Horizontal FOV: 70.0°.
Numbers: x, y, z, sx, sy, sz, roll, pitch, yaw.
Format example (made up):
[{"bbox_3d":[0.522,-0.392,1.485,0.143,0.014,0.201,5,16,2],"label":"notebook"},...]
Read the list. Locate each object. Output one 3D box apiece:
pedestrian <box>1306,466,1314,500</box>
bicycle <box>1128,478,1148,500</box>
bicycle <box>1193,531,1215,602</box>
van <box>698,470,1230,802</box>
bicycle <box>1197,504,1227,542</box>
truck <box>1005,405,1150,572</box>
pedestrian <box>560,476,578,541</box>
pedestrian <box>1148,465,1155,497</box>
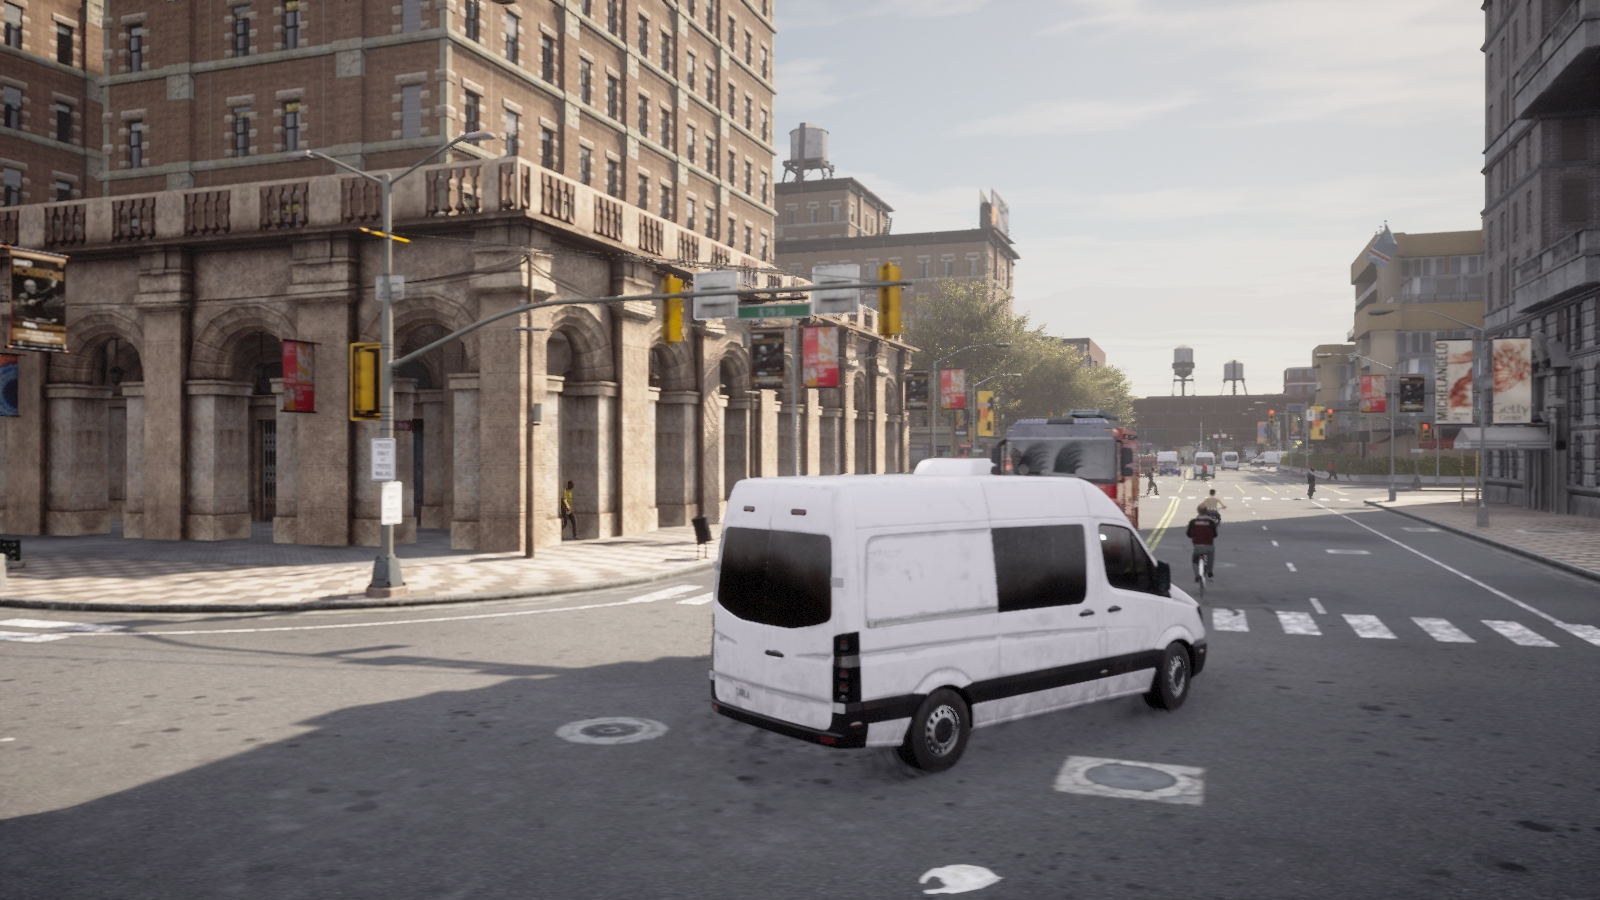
[{"bbox_3d":[28.555,1.848,64.001,0.375,1.860,0.375,0,0,19],"label":"pedestrian"},{"bbox_3d":[19.286,2.209,65.236,0.329,1.171,1.835,0,0,42],"label":"bicycle"},{"bbox_3d":[7.775,2.210,21.984,0.329,1.171,1.835,0,0,22],"label":"bicycle"},{"bbox_3d":[1.953,1.534,11.783,5.915,2.561,1.988,0,0,-40],"label":"van"},{"bbox_3d":[12.773,2.256,35.385,0.859,1.080,1.487,0,0,20],"label":"bicycle"},{"bbox_3d":[7.676,0.890,30.715,2.891,3.827,8.468,0,0,20],"label":"truck"},{"bbox_3d":[-6.709,1.693,33.193,0.375,1.860,0.375,0,0,24],"label":"pedestrian"},{"bbox_3d":[20.819,1.847,67.668,0.375,1.860,0.375,0,0,18],"label":"pedestrian"}]
